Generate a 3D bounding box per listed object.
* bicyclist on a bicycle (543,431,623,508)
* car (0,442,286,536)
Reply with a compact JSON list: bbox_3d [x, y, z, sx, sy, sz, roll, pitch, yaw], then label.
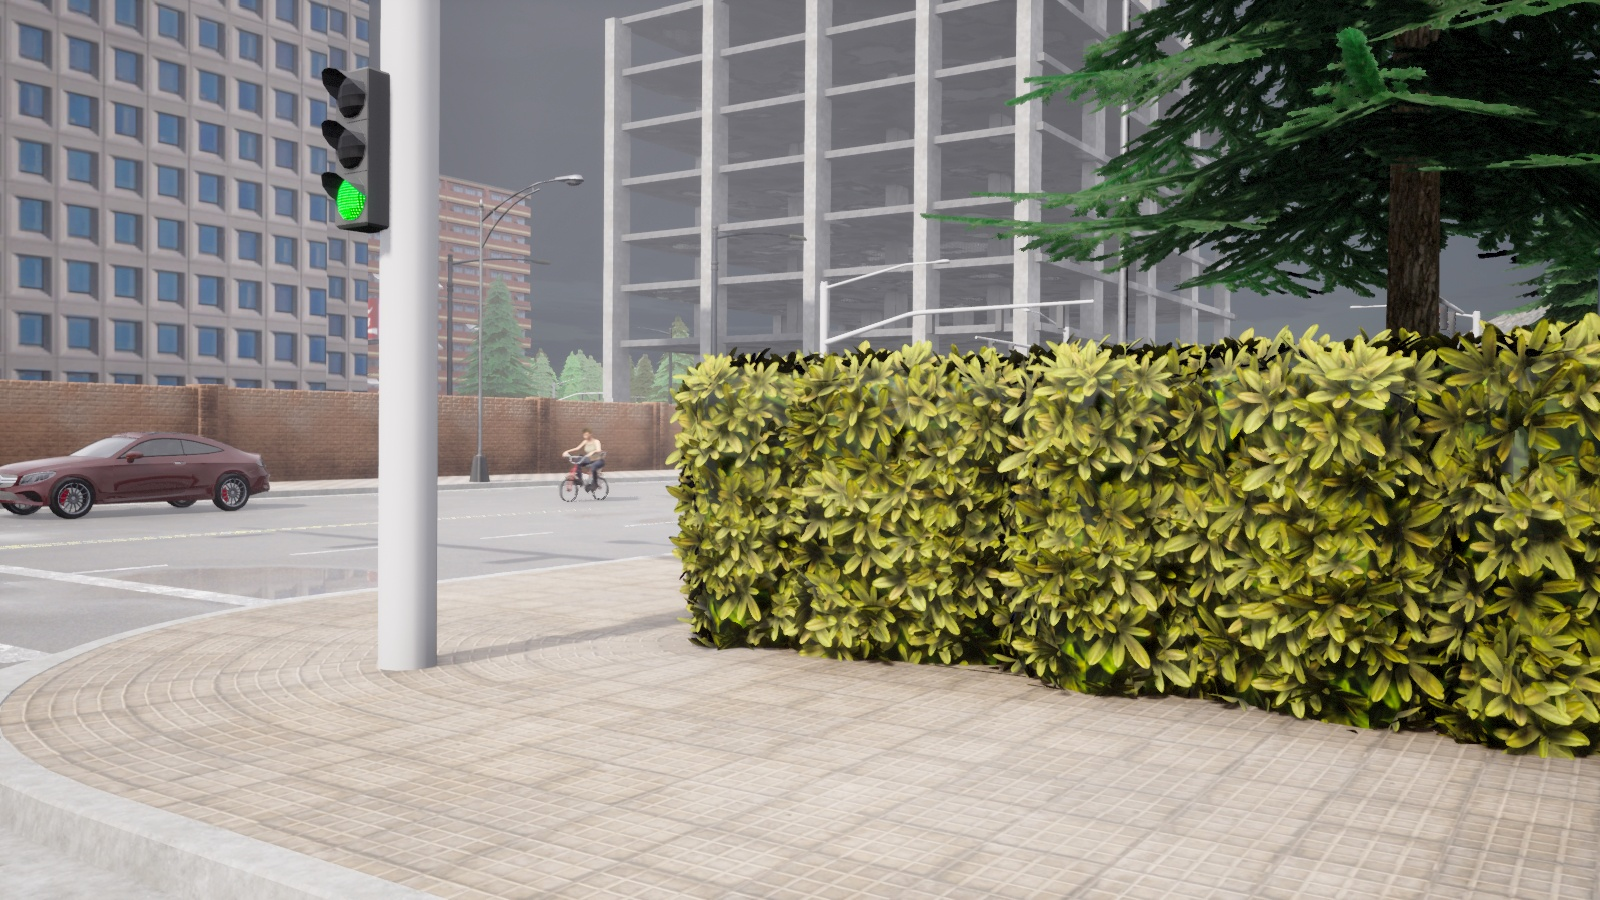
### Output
[{"bbox_3d":[-4.648,0.397,26.995,0.866,1.612,1.509,0,1,34],"label":"bicyclist on a bicycle"},{"bbox_3d":[-11.841,0.613,22.469,1.812,1.442,4.674,0,1,33],"label":"car"}]
